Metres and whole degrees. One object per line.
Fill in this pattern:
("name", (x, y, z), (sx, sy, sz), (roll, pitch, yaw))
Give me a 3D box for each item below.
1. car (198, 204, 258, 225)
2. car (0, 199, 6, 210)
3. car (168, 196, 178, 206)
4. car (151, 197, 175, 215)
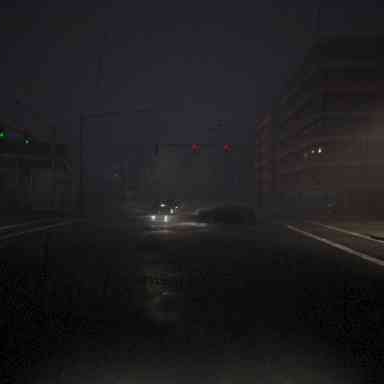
("car", (2.478, 1.564, 23.389), (4.181, 1.385, 1.994), (0, 0, 0))
("car", (-24.030, 1.456, 38.948), (3.806, 1.475, 1.970), (0, 0, 1))
("car", (-3.231, 1.564, 44.118), (1.994, 1.385, 4.181), (0, 0, 0))
("car", (-3.153, 1.547, 34.731), (2.033, 1.411, 5.357), (0, 0, -1))
